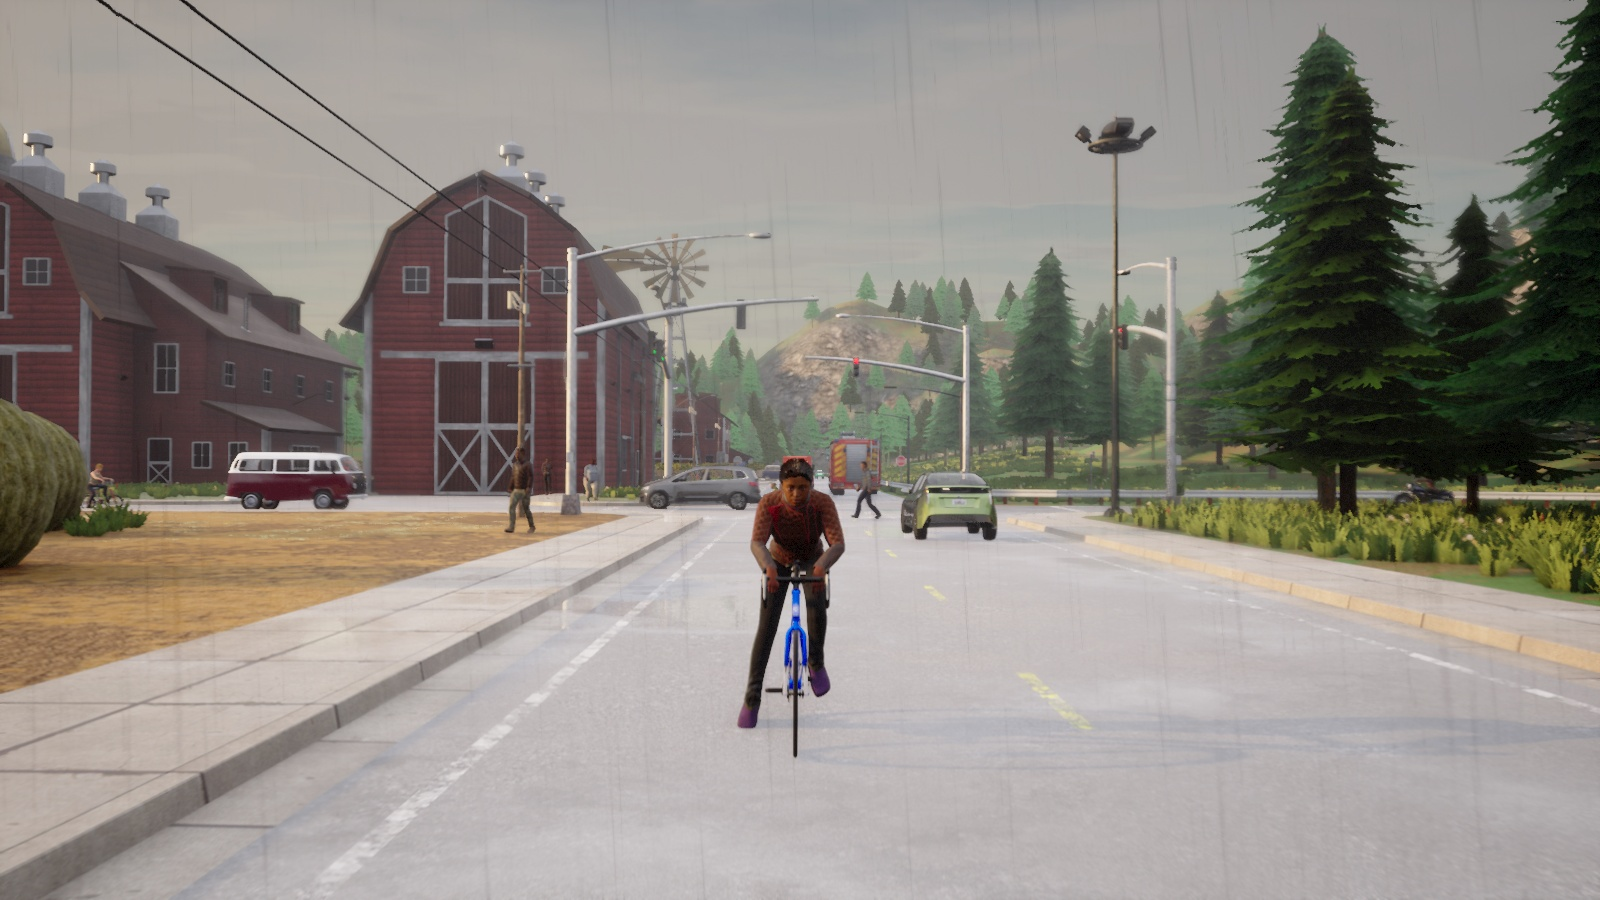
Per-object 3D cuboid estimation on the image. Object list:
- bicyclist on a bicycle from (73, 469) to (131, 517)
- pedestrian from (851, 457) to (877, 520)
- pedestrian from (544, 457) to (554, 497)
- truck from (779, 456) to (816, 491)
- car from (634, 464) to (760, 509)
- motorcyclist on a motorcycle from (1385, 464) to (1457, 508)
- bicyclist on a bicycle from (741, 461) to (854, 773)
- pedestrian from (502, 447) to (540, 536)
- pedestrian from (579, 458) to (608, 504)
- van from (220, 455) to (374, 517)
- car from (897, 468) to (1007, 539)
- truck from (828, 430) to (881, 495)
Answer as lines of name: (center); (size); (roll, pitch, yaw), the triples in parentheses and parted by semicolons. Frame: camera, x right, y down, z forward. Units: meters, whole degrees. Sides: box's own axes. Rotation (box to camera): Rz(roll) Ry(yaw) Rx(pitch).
bicyclist on a bicycle: (-24.100, 1.472, 43.387); (1.509, 1.612, 0.866); (0, -1, -1)
pedestrian: (1.970, 1.178, 38.576); (0.788, 1.949, 0.423); (0, -1, 6)
pedestrian: (-11.510, 1.239, 57.609); (0.328, 1.805, 0.869); (0, -1, -20)
truck: (-0.198, 1.705, 91.479); (2.627, 2.467, 5.204); (0, -1, 0)
car: (-3.821, 1.361, 47.303); (4.611, 1.667, 2.242); (0, -1, -1)
motorcyclist on a motorcycle: (23.666, 1.363, 47.862); (2.350, 1.649, 0.766); (0, -1, -1)
bicyclist on a bicycle: (-0.017, 0.876, 7.362); (0.582, 1.620, 1.656); (0, -1, 0)
pedestrian: (-5.859, 0.867, 26.410); (0.431, 1.840, 0.703); (-1, -1, 27)
pedestrian: (-8.433, 1.245, 51.178); (0.874, 1.855, 0.900); (0, -1, -33)
van: (-17.368, 1.230, 43.526); (4.480, 2.038, 2.069); (0, -1, -1)
car: (3.434, 1.186, 29.231); (2.007, 1.525, 4.514); (0, -1, 0)
truck: (3.321, 0.820, 78.687); (2.891, 3.827, 8.468); (0, -1, 0)
